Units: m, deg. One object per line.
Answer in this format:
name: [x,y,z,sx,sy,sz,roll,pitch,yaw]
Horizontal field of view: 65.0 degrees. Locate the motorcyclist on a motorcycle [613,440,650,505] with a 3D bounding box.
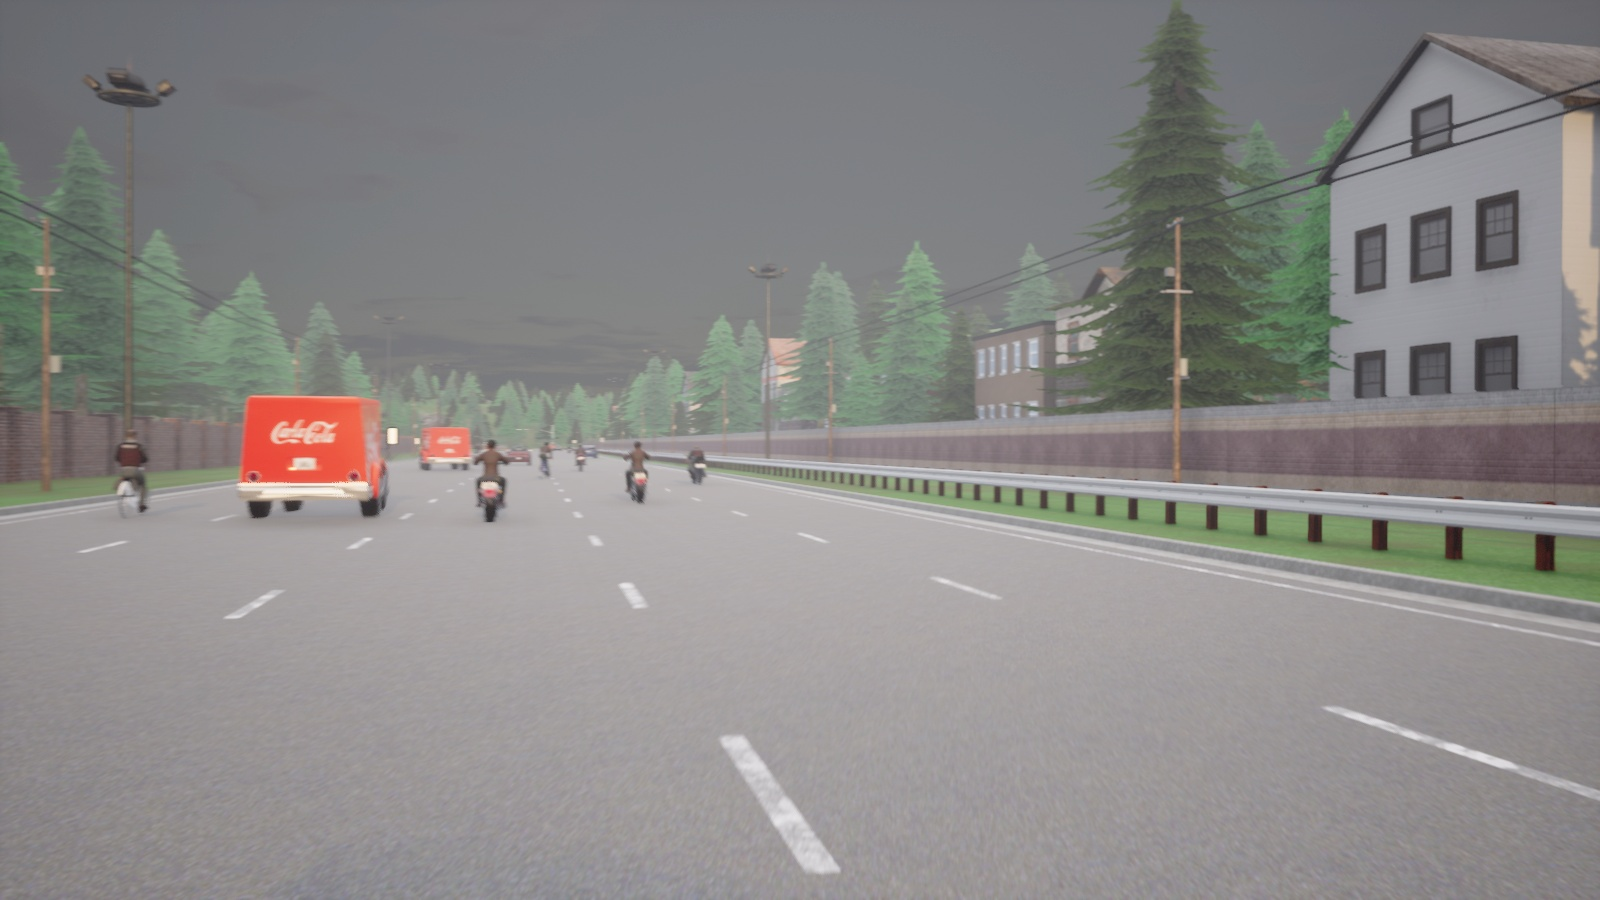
motorcyclist on a motorcycle: [-4.459,0.567,33.183,0.766,1.649,2.350,0,0,-13]

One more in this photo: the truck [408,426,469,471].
truck: [-20.961,-0.088,72.584,2.627,2.467,5.204,0,0,-25]

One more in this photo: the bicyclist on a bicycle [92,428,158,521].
bicyclist on a bicycle: [-13.437,0.463,25.046,0.659,1.776,1.843,0,0,-12]

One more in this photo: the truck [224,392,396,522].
truck: [-10.202,0.122,26.644,2.627,2.467,5.204,0,0,-12]

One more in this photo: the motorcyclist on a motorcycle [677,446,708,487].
motorcyclist on a motorcycle: [-4.117,0.607,47.971,0.866,1.530,2.191,0,0,-12]

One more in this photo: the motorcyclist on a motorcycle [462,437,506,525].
motorcyclist on a motorcycle: [-6.212,0.584,24.770,0.766,1.649,2.350,0,0,-12]

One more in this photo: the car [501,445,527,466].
car: [-20.491,0.360,90.108,1.816,1.474,4.193,0,0,-12]
